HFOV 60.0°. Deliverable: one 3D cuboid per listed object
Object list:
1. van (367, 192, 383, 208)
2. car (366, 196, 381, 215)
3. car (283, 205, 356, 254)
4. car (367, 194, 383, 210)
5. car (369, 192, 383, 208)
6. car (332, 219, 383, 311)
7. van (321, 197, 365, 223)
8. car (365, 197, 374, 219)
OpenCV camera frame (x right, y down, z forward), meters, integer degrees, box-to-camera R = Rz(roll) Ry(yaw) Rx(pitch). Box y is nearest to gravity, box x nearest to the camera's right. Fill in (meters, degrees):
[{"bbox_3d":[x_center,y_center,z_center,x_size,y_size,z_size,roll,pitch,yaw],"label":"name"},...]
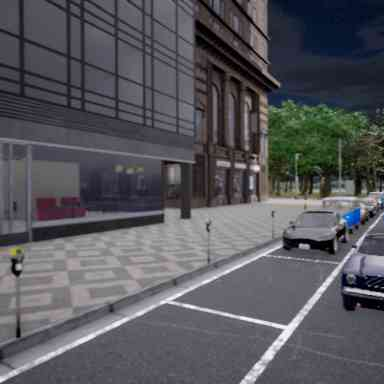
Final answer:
[{"bbox_3d":[22.418,0.872,40.426,1.690,1.788,3.998,0,1,32],"label":"van"},{"bbox_3d":[13.662,1.259,26.666,1.947,1.339,4.313,0,1,32],"label":"car"},{"bbox_3d":[4.904,1.424,12.904,1.947,1.339,4.313,0,1,32],"label":"car"},{"bbox_3d":[16.490,1.166,31.109,1.752,1.417,4.829,0,1,32],"label":"car"},{"bbox_3d":[19.499,1.025,35.839,1.967,1.590,4.097,0,1,32],"label":"car"},{"bbox_3d":[4.436,1.514,7.021,1.895,1.301,4.718,0,1,32],"label":"car"},{"bbox_3d":[7.822,1.144,17.489,1.690,1.788,3.998,0,1,32],"label":"van"},{"bbox_3d":[10.651,1.275,21.935,1.752,1.417,4.829,0,1,32],"label":"car"}]
